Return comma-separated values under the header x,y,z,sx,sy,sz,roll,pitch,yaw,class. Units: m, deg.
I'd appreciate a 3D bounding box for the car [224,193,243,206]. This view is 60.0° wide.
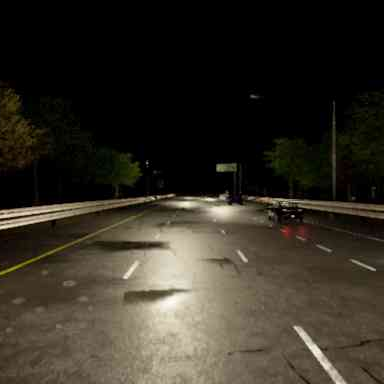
x,y,z,sx,sy,sz,roll,pitch,yaw,class
7.175,1.251,55.980,2.150,2.045,5.566,0,0,0,car

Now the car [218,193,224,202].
x,y,z,sx,sy,sz,roll,pitch,yaw,class
7.357,1.567,80.074,1.812,1.442,4.674,0,0,1,car

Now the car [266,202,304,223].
x,y,z,sx,sy,sz,roll,pitch,yaw,class
7.038,1.497,25.561,2.128,1.511,4.902,0,0,0,car
